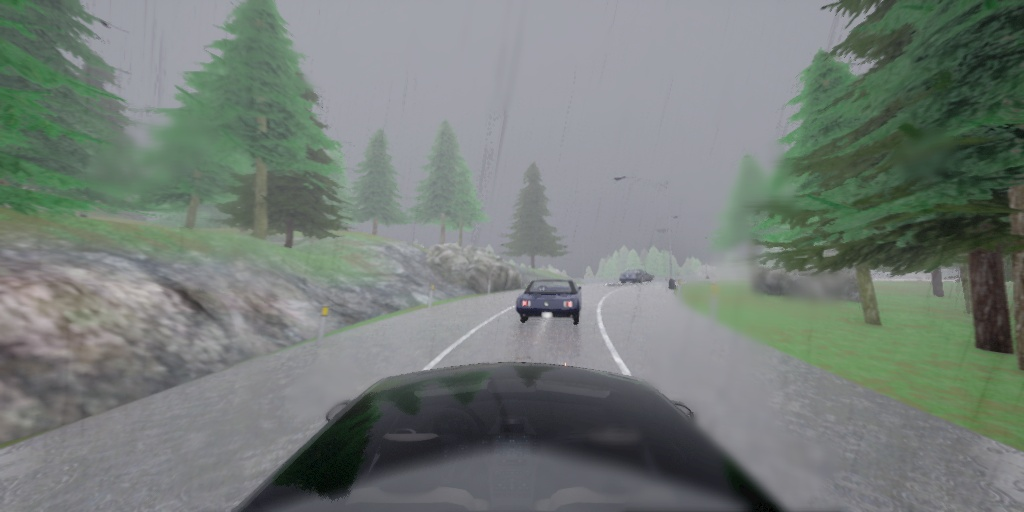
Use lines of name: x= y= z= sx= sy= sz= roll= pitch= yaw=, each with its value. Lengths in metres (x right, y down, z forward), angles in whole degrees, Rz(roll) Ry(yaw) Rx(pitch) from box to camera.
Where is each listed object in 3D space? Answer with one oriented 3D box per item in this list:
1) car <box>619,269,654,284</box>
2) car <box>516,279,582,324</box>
car: x=12.382 y=2.017 z=35.513 sx=2.033 sy=1.411 sz=5.357 roll=-4 pitch=-4 yaw=39
car: x=1.465 y=1.434 z=12.488 sx=1.895 sy=1.301 sz=4.718 roll=-1 pitch=-1 yaw=12
